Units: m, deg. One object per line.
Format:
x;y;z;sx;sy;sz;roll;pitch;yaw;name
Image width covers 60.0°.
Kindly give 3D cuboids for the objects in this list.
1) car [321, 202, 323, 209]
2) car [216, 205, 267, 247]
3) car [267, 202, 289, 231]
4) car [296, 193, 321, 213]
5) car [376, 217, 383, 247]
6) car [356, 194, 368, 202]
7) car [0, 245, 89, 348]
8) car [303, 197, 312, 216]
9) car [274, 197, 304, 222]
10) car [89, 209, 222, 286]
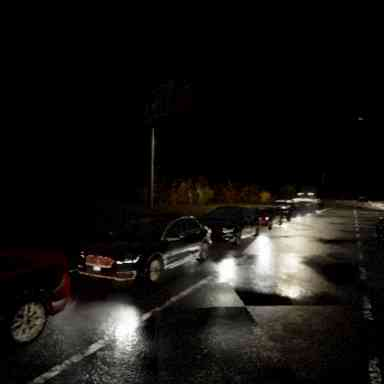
15.758;1.547;43.193;1.895;1.301;4.718;1;1;29;car
1.737;1.384;15.014;1.882;1.535;5.008;1;1;26;car
4.394;1.514;20.493;1.895;1.301;4.718;1;1;26;car
12.774;1.157;37.565;2.150;2.045;5.566;1;1;27;car
9.349;1.620;14.677;1.994;1.385;4.181;1;1;26;car
39.432;1.698;76.710;1.895;1.301;4.718;1;1;26;car
-3.720;1.369;3.759;1.882;1.535;5.008;1;1;26;car
9.926;1.493;31.791;1.994;1.385;4.181;1;1;27;car
7.099;1.413;26.038;2.128;1.511;4.902;1;1;26;car
-0.993;1.403;9.385;1.837;1.490;4.892;1;1;26;car
